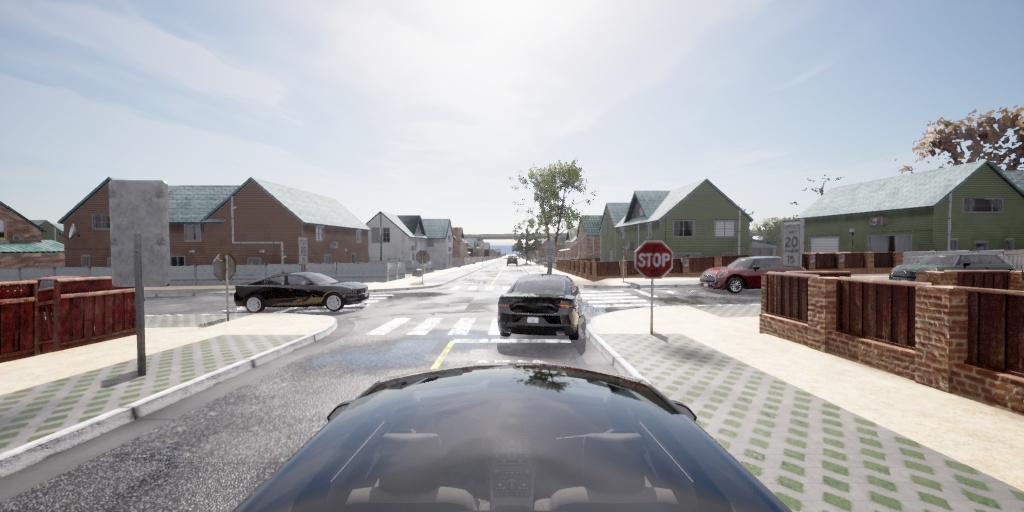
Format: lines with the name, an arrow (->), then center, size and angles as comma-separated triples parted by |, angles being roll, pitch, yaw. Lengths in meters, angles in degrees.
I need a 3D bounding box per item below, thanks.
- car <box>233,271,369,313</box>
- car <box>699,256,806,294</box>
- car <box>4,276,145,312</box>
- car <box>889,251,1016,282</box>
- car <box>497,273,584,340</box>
car -> -8.461, 1.377, 14.647 | 5.008, 1.535, 1.882 | -1, 2, 0
car -> 11.816, 0.820, 17.717 | 4.553, 1.767, 2.097 | -1, 2, 0
car -> -18.013, 1.547, 14.590 | 5.008, 1.535, 1.882 | -1, 2, 0
car -> 21.711, 0.646, 17.783 | 4.553, 1.767, 2.097 | -1, 2, 0
car -> 0.963, 1.225, 10.114 | 1.882, 1.535, 5.008 | 0, 0, 12
